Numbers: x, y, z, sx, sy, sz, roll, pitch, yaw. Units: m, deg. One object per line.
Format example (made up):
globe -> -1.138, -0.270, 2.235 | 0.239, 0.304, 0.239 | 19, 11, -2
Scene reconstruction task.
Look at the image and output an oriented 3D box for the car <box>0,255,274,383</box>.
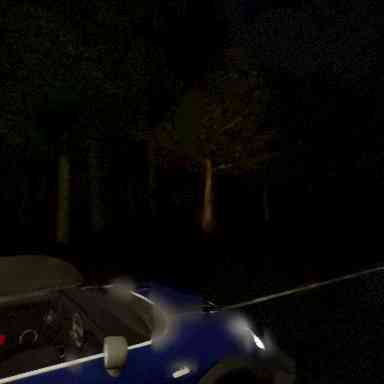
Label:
car -> -1.421, 1.354, 2.731 | 4.553, 1.767, 2.097 | 1, 0, -35
